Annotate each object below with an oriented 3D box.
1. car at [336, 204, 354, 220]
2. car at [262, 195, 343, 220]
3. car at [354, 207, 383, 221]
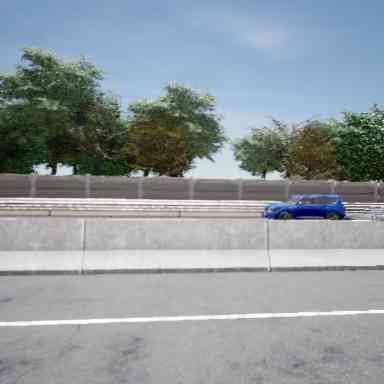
[{"bbox_3d":[11.808,1.625,19.826,5.357,1.411,2.033,1,0,-7],"label":"car"},{"bbox_3d":[7.692,1.209,22.813,5.566,2.045,2.150,1,0,-7],"label":"car"},{"bbox_3d":[10.782,1.433,16.160,4.553,1.767,2.097,1,0,-7],"label":"car"}]
